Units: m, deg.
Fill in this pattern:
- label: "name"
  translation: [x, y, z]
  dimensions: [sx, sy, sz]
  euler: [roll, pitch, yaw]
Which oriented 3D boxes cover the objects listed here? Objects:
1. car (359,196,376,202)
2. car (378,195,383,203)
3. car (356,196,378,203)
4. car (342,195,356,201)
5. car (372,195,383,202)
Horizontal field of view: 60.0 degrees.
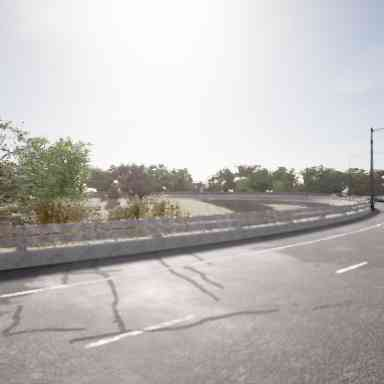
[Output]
- label: "car"
  translation: [43.643, 1.670, 82.931]
  dimensions: [1.895, 1.301, 4.718]
  euler: [0, 0, 3]
- label: "car"
  translation: [42.274, 1.724, 72.618]
  dimensions: [2.128, 1.511, 4.902]
  euler: [0, 0, 8]
- label: "car"
  translation: [38.998, 1.735, 74.291]
  dimensions: [1.812, 1.442, 4.674]
  euler: [0, 0, 8]
- label: "car"
  translation: [40.156, 1.586, 83.223]
  dimensions: [1.837, 1.490, 4.892]
  euler: [0, 0, 3]
- label: "car"
  translation: [47.126, 1.588, 82.580]
  dimensions: [2.128, 1.511, 4.902]
  euler: [0, 0, 3]
